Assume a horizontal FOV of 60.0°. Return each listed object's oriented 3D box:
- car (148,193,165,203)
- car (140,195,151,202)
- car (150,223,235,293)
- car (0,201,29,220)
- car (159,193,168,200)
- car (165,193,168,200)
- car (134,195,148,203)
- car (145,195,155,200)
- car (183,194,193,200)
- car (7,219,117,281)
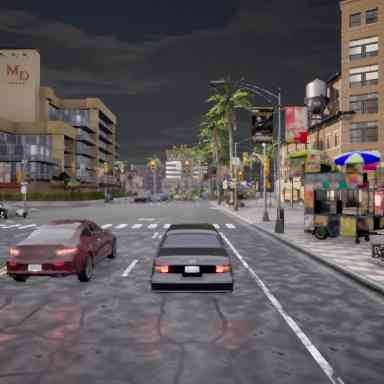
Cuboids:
[{"bbox_3d":[-7.659,1.355,71.368,2.097,1.767,4.553,0,0,-1],"label":"car"},{"bbox_3d":[-11.244,1.478,80.463,1.882,1.535,5.008,0,0,-1],"label":"car"},{"bbox_3d":[-0.004,1.547,8.970,2.033,1.411,5.357,0,0,0],"label":"car"},{"bbox_3d":[-15.890,1.491,28.216,4.902,1.511,2.128,0,0,32],"label":"car"},{"bbox_3d":[-7.853,1.225,91.456,2.150,2.045,5.566,0,0,-1],"label":"car"},{"bbox_3d":[-7.747,1.225,80.707,2.150,2.045,5.566,0,0,-1],"label":"car"},{"bbox_3d":[-11.159,1.595,71.320,1.895,1.301,4.718,0,0,-1],"label":"car"},{"bbox_3d":[-11.342,1.540,90.761,2.033,1.411,5.357,0,0,-1],"label":"car"},{"bbox_3d":[-0.861,1.525,92.942,2.128,1.511,4.902,0,0,-1],"label":"car"},{"bbox_3d":[-3.510,1.526,9.709,1.812,1.442,4.674,0,0,0],"label":"car"}]
